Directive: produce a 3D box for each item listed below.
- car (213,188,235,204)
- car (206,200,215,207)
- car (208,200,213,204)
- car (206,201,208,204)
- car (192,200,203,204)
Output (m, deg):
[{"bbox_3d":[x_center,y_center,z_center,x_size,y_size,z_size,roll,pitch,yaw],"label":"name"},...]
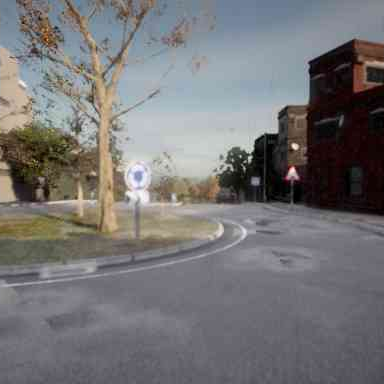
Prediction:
[{"bbox_3d":[4.233,0.626,42.761,2.150,2.045,5.566,0,-5,0],"label":"car"},{"bbox_3d":[4.237,2.814,77.668,1.882,1.535,5.008,0,-3,0],"label":"car"},{"bbox_3d":[4.220,1.670,55.572,2.128,1.511,4.902,0,-3,0],"label":"car"},{"bbox_3d":[4.225,2.422,67.600,1.812,1.442,4.674,0,-3,0],"label":"car"},{"bbox_3d":[1.015,2.313,66.165,1.837,1.490,4.892,0,-4,0],"label":"car"}]
